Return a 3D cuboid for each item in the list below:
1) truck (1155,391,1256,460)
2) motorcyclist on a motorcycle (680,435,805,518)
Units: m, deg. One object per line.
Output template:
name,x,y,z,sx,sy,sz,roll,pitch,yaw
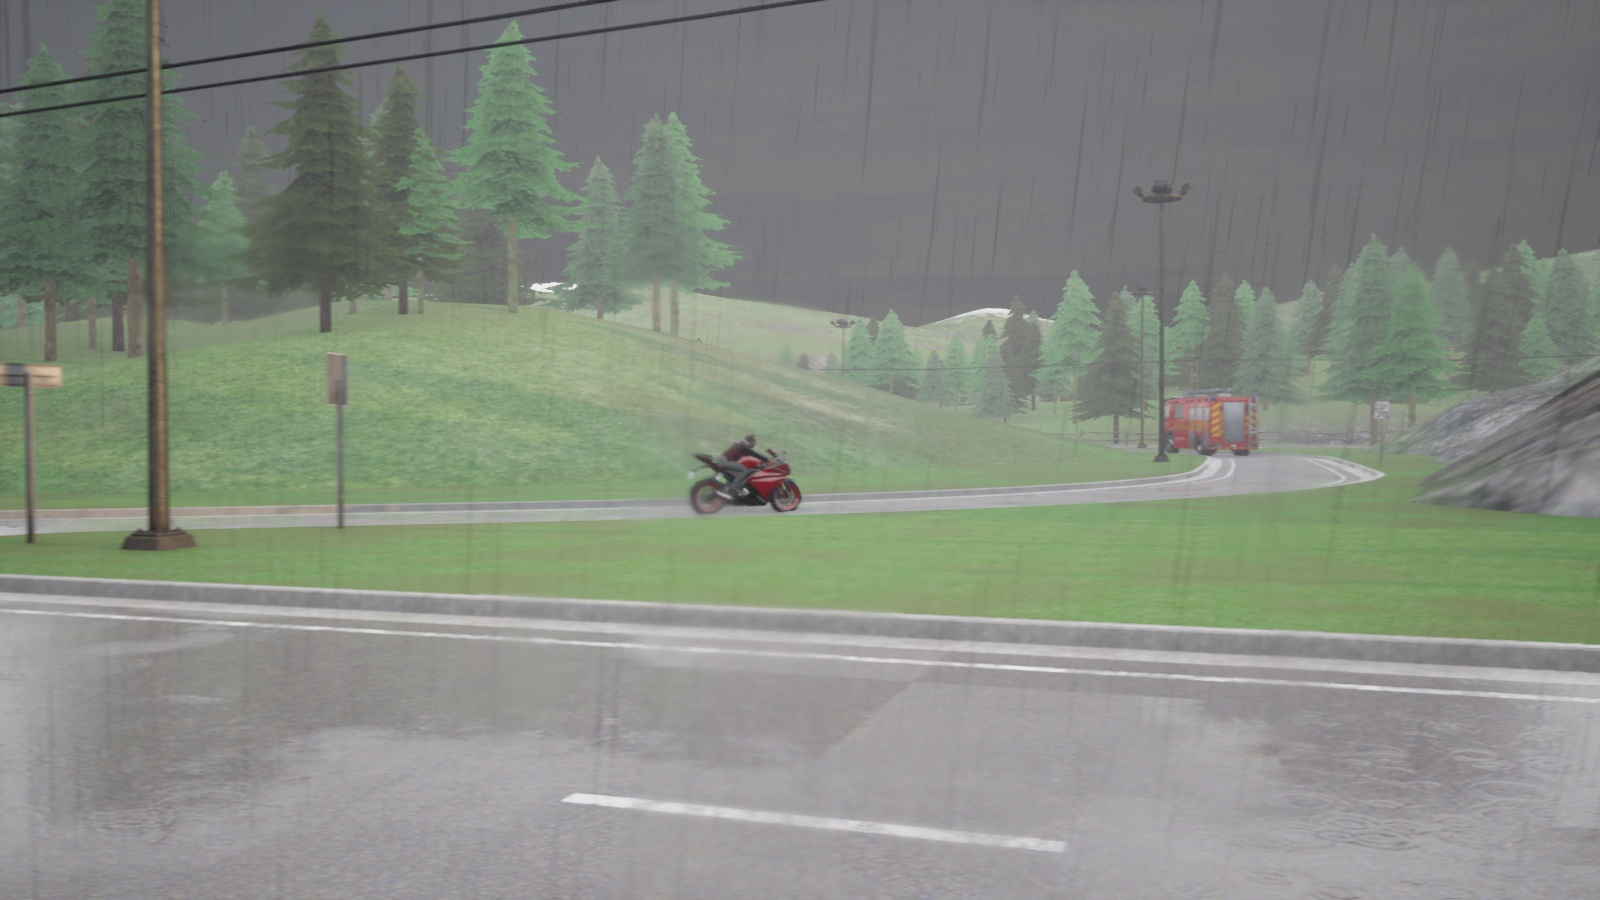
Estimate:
truck,23.937,-1.444,74.670,2.891,3.827,8.468,0,1,-3
motorcyclist on a motorcycle,-1.090,0.476,23.813,2.191,1.530,0.866,0,1,-22
